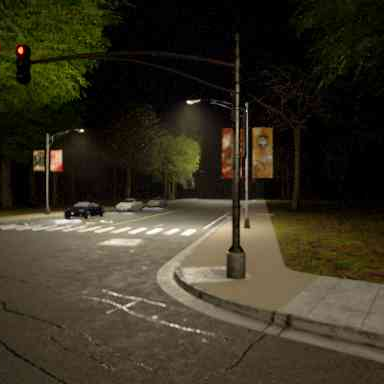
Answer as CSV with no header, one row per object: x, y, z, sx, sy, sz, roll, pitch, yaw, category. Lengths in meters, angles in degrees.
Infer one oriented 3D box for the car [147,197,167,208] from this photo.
-5.024,1.502,48.614,1.812,1.442,4.674,0,0,12,car

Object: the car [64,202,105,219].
-9.218,1.561,28.771,1.994,1.385,4.181,0,0,13,car

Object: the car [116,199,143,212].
-7.144,1.512,38.615,1.812,1.442,4.674,0,0,12,car
